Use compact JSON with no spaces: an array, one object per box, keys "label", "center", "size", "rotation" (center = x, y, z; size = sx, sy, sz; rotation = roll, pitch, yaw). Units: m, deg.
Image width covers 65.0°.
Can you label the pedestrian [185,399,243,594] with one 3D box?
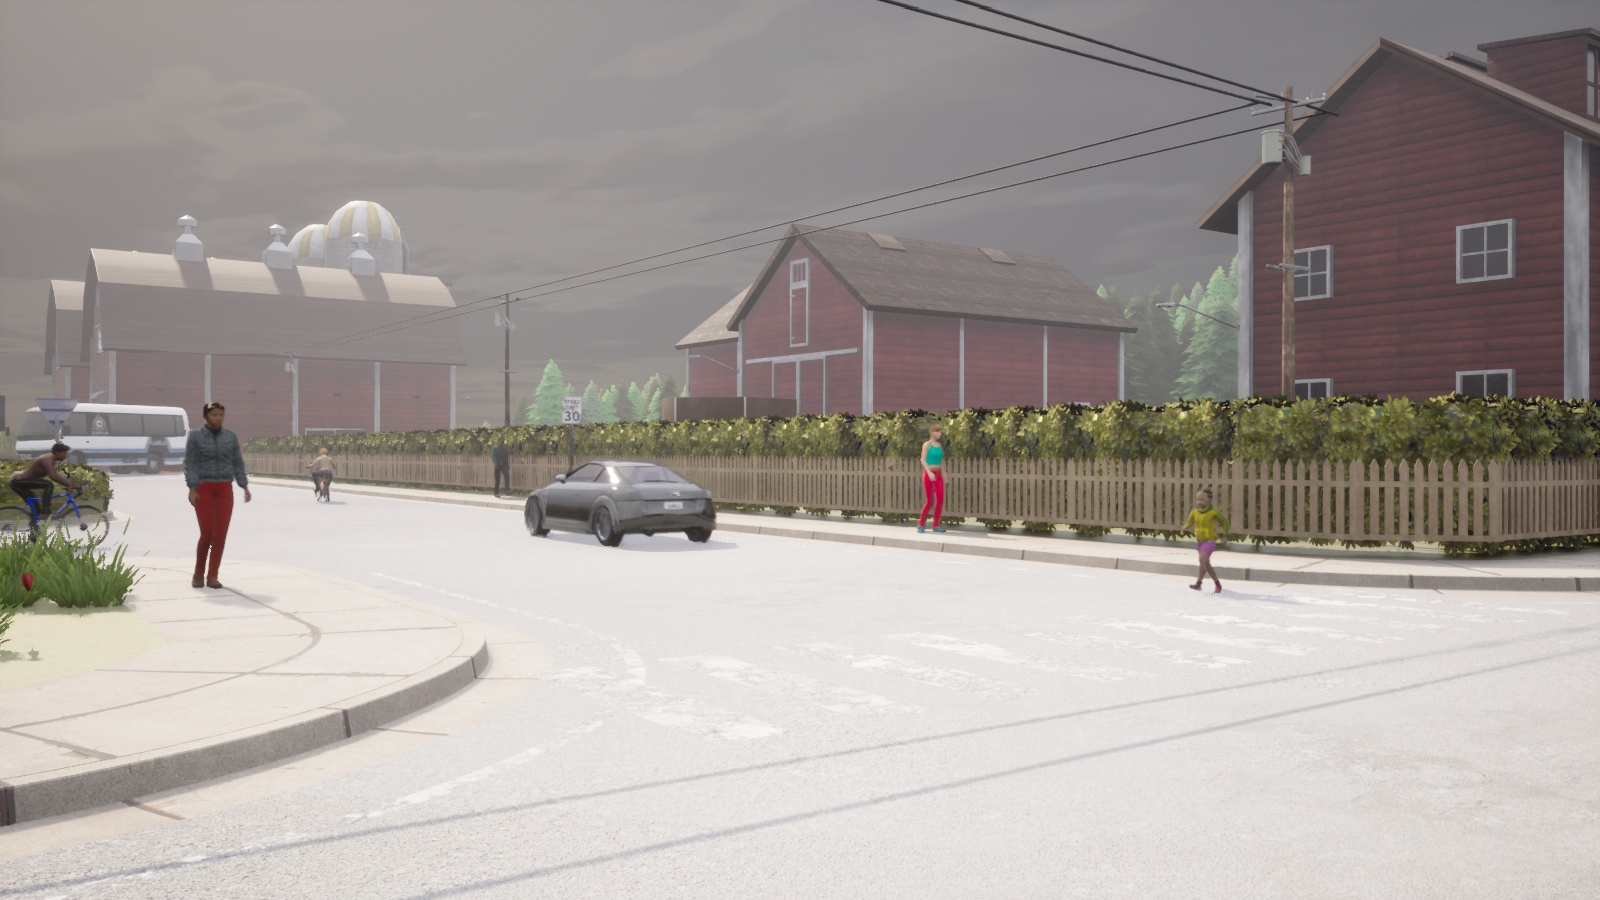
[{"label":"pedestrian","center":[-5.713,0.442,12.245],"size":[0.353,1.847,0.614],"rotation":[0,0,-41]}]

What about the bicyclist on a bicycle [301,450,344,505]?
[{"label":"bicyclist on a bicycle","center":[-14.220,0.803,37.365],"size":[0.866,1.612,1.509],"rotation":[0,0,-35]}]

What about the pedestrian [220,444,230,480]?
[{"label":"pedestrian","center":[-29.405,0.620,64.217],"size":[0.353,1.847,0.614],"rotation":[0,0,-34]}]

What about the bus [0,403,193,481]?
[{"label":"bus","center":[-41.813,-0.435,74.962],"size":[3.944,4.253,10.273],"rotation":[-2,0,18]}]

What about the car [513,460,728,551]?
[{"label":"car","center":[-3.194,0.868,21.705],"size":[1.994,1.385,4.181],"rotation":[0,0,-35]}]

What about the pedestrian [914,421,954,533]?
[{"label":"pedestrian","center":[2.239,0.447,20.994],"size":[0.345,1.836,0.594],"rotation":[0,0,-35]}]

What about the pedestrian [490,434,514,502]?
[{"label":"pedestrian","center":[-8.627,0.507,36.333],"size":[0.423,1.949,0.788],"rotation":[0,0,-36]}]

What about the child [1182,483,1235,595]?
[{"label":"child","center":[4.336,0.934,13.325],"size":[0.473,1.160,0.299],"rotation":[0,0,-33]}]

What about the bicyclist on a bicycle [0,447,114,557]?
[{"label":"bicyclist on a bicycle","center":[-11.335,0.768,18.969],"size":[1.656,1.620,0.582],"rotation":[0,0,-25]}]

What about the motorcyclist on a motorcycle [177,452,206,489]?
[{"label":"motorcyclist on a motorcycle","center":[-26.784,0.890,55.233],"size":[0.866,1.590,1.817],"rotation":[0,0,-35]}]
